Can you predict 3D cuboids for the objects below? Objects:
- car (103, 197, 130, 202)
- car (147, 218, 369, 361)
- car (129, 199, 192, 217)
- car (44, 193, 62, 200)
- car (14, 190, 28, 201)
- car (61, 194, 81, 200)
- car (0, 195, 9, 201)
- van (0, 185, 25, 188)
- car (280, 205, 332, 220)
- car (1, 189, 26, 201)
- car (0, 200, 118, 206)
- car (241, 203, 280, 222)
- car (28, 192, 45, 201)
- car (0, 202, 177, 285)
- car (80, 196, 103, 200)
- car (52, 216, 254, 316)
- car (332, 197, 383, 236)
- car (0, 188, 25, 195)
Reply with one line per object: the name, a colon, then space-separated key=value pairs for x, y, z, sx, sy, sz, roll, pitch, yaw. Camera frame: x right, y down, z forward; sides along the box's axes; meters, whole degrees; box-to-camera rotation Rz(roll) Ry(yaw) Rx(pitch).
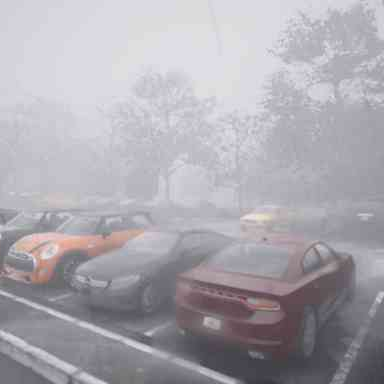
car: x=-4.296 y=1.276 z=26.789 sx=2.097 sy=1.535 sz=5.008 roll=2 pitch=1 yaw=36
car: x=1.704 y=1.534 z=6.278 sx=2.097 sy=1.535 sz=5.008 roll=0 pitch=0 yaw=36
car: x=-1.935 y=1.343 z=25.076 sx=2.231 sy=1.521 sz=4.892 roll=2 pitch=1 yaw=36
car: x=-10.848 y=1.029 z=31.778 sx=1.946 sy=1.575 sz=5.366 roll=3 pitch=2 yaw=36
car: x=-15.461 y=0.843 z=34.930 sx=2.163 sy=1.488 sz=4.792 roll=3 pitch=2 yaw=36
car: x=-8.827 y=1.151 z=30.046 sx=2.163 sy=1.488 sz=4.792 roll=2 pitch=1 yaw=36
car: x=-11.841 y=1.157 z=16.072 sx=2.185 sy=1.767 sz=4.553 roll=2 pitch=1 yaw=36
van: x=-22.311 y=0.207 z=39.707 sx=1.878 sy=1.987 sz=4.442 roll=3 pitch=3 yaw=36
car: x=6.995 y=1.509 z=18.613 sx=2.097 sy=1.535 sz=5.008 roll=1 pitch=0 yaw=36
car: x=-17.832 y=0.725 z=36.617 sx=2.002 sy=1.452 sz=4.674 roll=3 pitch=2 yaw=36
car: x=-5.037 y=1.322 z=11.214 sx=2.185 sy=1.767 sz=4.553 roll=1 pitch=1 yaw=36
car: x=4.625 y=1.477 z=20.096 sx=1.946 sy=1.575 sz=5.366 roll=1 pitch=1 yaw=36
car: x=-13.110 y=0.924 z=33.418 sx=1.946 sy=1.575 sz=5.366 roll=3 pitch=2 yaw=36
car: x=-2.787 y=1.359 z=9.582 sx=2.185 sy=1.767 sz=4.553 roll=1 pitch=0 yaw=36
car: x=-6.553 y=1.203 z=28.427 sx=2.097 sy=1.535 sz=5.008 roll=2 pitch=1 yaw=36
car: x=-0.549 y=1.553 z=7.923 sx=2.002 sy=1.452 sz=4.674 roll=0 pitch=0 yaw=36
car: x=9.268 y=1.279 z=16.993 sx=2.435 sy=2.045 sz=5.566 roll=0 pitch=0 yaw=36
car: x=-20.084 y=0.595 z=38.251 sx=2.002 sy=1.452 sz=4.674 roll=3 pitch=2 yaw=36
